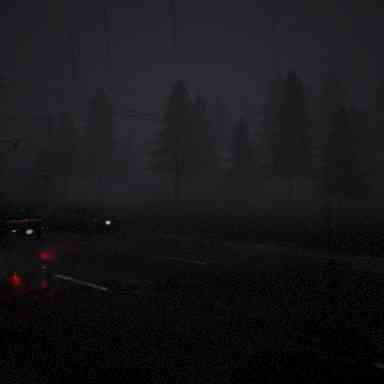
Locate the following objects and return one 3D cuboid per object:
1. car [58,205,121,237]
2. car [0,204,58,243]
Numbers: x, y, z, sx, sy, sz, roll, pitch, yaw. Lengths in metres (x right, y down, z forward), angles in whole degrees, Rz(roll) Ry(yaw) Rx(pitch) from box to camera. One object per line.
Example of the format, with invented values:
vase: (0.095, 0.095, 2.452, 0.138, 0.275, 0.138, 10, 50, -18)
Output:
car: (-5.507, 1.343, 16.515, 4.181, 1.385, 1.994, 1, 1, 36)
car: (-8.188, 1.259, 14.131, 4.902, 1.511, 2.128, 1, 1, 36)
